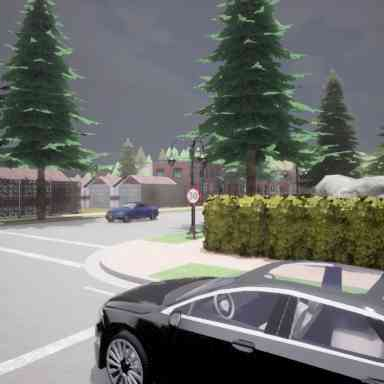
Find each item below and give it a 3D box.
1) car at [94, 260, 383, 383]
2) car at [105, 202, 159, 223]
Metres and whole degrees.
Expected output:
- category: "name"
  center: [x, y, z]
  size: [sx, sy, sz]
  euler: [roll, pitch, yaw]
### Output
- category: "car"
  center: [0.986, 1.492, 3.378]
  size: [4.902, 1.511, 2.128]
  euler: [0, 0, 38]
- category: "car"
  center: [-4.404, 1.487, 25.206]
  size: [1.812, 1.442, 4.674]
  euler: [0, 0, 34]
